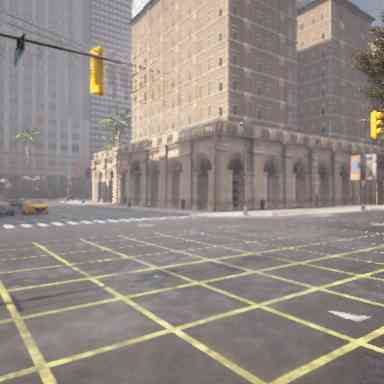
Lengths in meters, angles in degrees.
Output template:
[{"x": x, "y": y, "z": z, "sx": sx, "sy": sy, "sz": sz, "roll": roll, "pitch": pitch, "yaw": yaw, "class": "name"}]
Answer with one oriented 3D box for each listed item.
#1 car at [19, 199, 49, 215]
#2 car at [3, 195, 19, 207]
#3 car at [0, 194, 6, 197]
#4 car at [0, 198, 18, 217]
[{"x": -16.417, "y": 1.486, "z": 34.896, "sx": 1.882, "sy": 1.535, "sz": 5.008, "roll": 0, "pitch": 0, "yaw": -36, "class": "car"}, {"x": -25.423, "y": 1.573, "z": 47.577, "sx": 1.994, "sy": 1.385, "sz": 4.181, "roll": 0, "pitch": 0, "yaw": -35, "class": "car"}, {"x": -34.669, "y": 1.114, "z": 60.823, "sx": 2.097, "sy": 1.767, "sz": 4.553, "roll": 0, "pitch": 0, "yaw": -35, "class": "car"}, {"x": -17.956, "y": 1.531, "z": 31.214, "sx": 1.812, "sy": 1.442, "sz": 4.674, "roll": 0, "pitch": 0, "yaw": -36, "class": "car"}]
